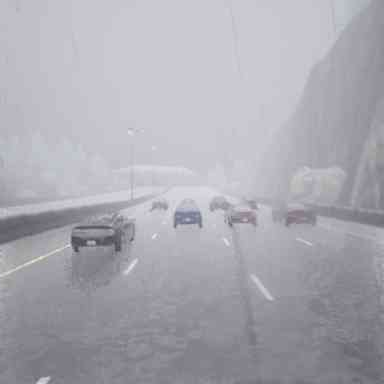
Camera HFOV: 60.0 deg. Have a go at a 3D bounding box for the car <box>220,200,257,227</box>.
[{"bbox_3d":[3.227,1.525,22.639,1.812,1.442,4.674,-1,0,0],"label":"car"}]

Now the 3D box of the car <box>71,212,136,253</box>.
[{"bbox_3d":[-3.588,1.584,14.173,2.128,1.511,4.902,-1,0,-1],"label":"car"}]

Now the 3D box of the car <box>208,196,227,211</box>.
[{"bbox_3d":[3.065,1.263,38.998,2.097,1.767,4.553,-1,0,0],"label":"car"}]

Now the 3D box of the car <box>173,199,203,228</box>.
[{"bbox_3d":[-0.271,1.520,22.999,1.882,1.535,5.008,-1,0,0],"label":"car"}]

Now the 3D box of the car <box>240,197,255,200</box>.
[{"bbox_3d":[6.562,1.370,39.819,1.837,1.490,4.892,-1,1,0],"label":"car"}]

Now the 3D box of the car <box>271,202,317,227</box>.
[{"bbox_3d":[6.730,1.434,22.443,1.882,1.535,5.008,-1,0,0],"label":"car"}]

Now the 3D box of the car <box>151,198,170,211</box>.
[{"bbox_3d":[-3.931,1.504,41.384,1.812,1.442,4.674,-1,1,-1],"label":"car"}]

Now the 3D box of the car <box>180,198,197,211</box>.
[{"bbox_3d":[-0.449,1.501,41.262,1.994,1.385,4.181,-1,1,0],"label":"car"}]
